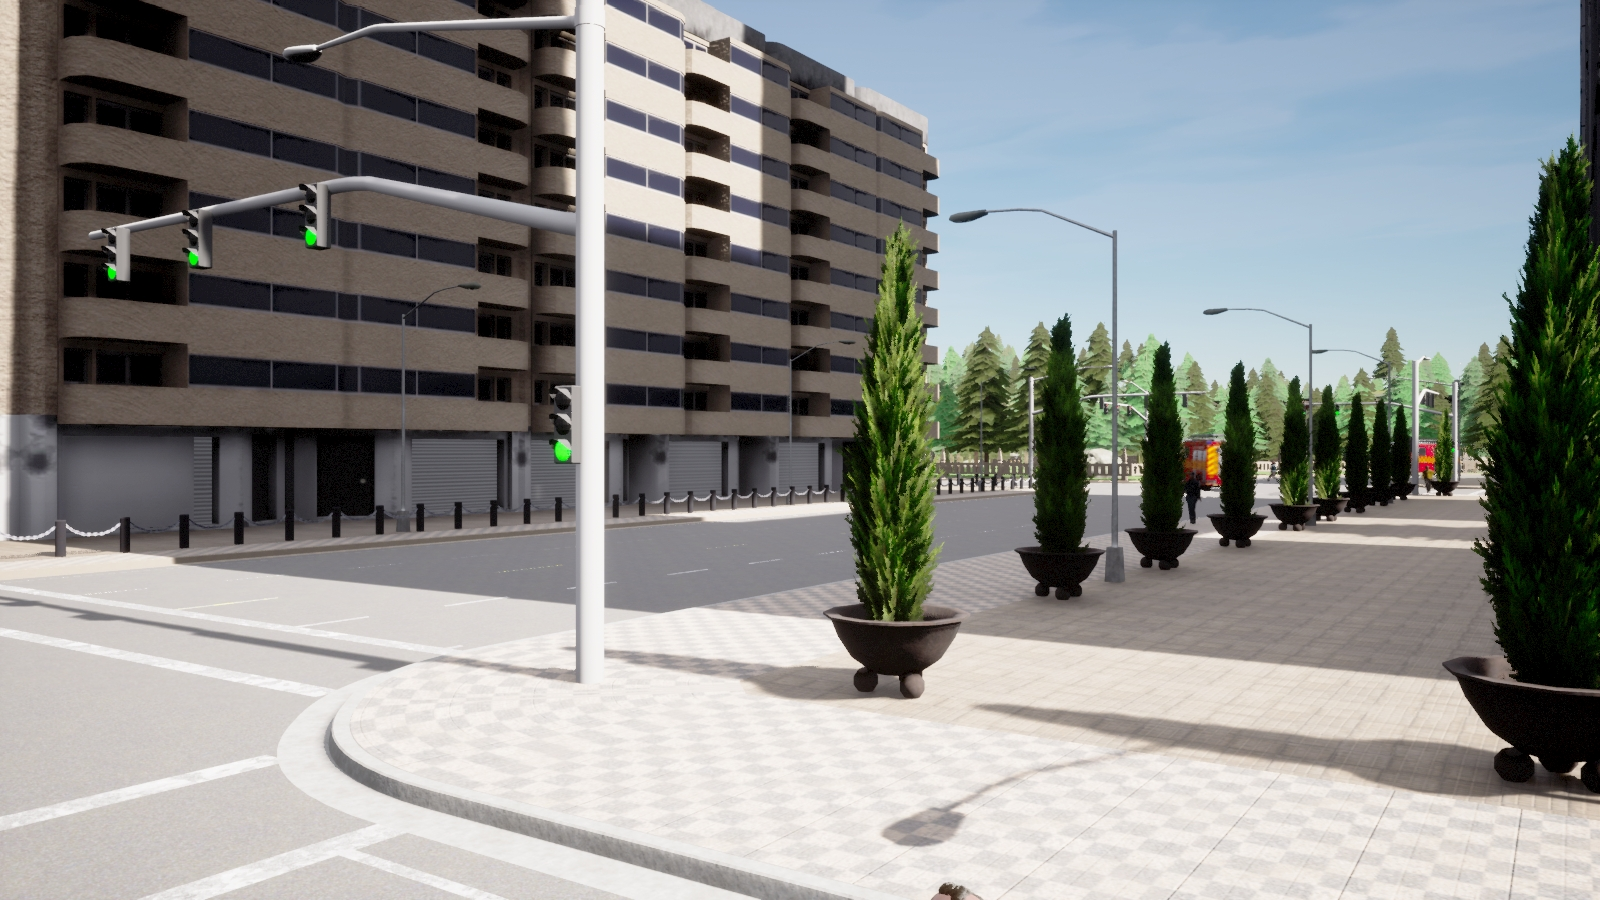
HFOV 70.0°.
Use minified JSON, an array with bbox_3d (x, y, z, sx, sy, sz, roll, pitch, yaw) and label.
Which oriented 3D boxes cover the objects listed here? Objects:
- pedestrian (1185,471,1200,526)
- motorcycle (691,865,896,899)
[{"bbox_3d":[13.374,1.639,38.912,0.375,1.860,0.375,0,0,39],"label":"pedestrian"},{"bbox_3d":[0.516,2.205,3.364,2.209,1.251,0.867,0,0,34],"label":"motorcycle"}]
